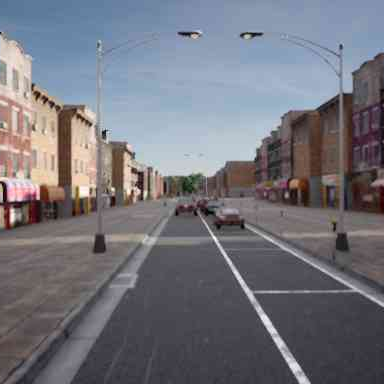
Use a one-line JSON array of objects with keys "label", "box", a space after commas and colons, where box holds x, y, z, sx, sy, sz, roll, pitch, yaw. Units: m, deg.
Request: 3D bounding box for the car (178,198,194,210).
[{"label": "car", "box": [-0.826, 1.538, 45.130, 2.033, 1.411, 5.357, 0, 0, -1]}]

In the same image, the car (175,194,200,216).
[{"label": "car", "box": [-0.561, 1.328, 32.673, 2.097, 1.767, 4.553, 0, 0, -1]}]

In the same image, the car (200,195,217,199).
[{"label": "car", "box": [1.924, 1.286, 37.275, 2.192, 1.841, 5.009, 0, 0, -1]}]

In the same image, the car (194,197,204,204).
[{"label": "car", "box": [1.389, 1.611, 64.605, 1.802, 1.307, 4.206, 0, 0, -1]}]

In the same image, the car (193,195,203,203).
[{"label": "car", "box": [1.281, 1.487, 70.071, 1.967, 1.590, 4.097, 0, 0, -1]}]

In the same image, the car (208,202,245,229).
[{"label": "car", "box": [2.247, 1.547, 20.878, 1.802, 1.307, 4.206, 0, 0, -1]}]

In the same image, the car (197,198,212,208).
[{"label": "car", "box": [1.710, 1.532, 48.208, 1.887, 1.381, 4.507, 0, 0, -1]}]

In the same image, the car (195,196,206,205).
[{"label": "car", "box": [1.493, 1.539, 59.309, 1.752, 1.417, 4.829, 0, 0, -1]}]

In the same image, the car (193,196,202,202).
[{"label": "car", "box": [1.175, 1.650, 75.536, 1.802, 1.307, 4.206, -1, 0, -1]}]

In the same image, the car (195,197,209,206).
[{"label": "car", "box": [1.603, 1.565, 53.673, 1.947, 1.339, 4.313, 0, 0, -1]}]

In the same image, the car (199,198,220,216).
[{"label": "car", "box": [2.033, 1.532, 31.809, 1.947, 1.339, 4.313, 0, 0, -1]}]
